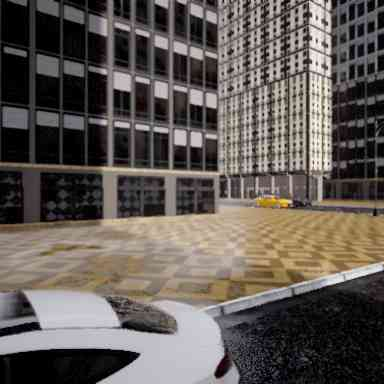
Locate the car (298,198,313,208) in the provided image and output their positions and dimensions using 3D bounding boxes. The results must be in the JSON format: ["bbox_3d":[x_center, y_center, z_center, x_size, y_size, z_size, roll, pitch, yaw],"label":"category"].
[{"bbox_3d":[12.128,1.230,41.078,2.033,1.411,5.357,0,0,-36],"label":"car"}]

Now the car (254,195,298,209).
[{"bbox_3d":[9.530,1.156,39.128,1.882,1.535,5.008,0,0,-36],"label":"car"}]

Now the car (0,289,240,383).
[{"bbox_3d":[-1.752,1.526,2.134,4.674,1.442,1.812,0,0,-35],"label":"car"}]
